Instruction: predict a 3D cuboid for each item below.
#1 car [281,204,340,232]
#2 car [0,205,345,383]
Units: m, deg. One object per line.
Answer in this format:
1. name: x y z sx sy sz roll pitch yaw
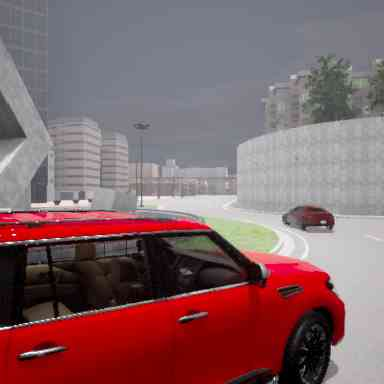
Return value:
1. car: 7.217 1.529 20.850 1.812 1.442 4.674 0 0 -3
2. car: -0.694 1.222 3.484 5.566 2.045 2.150 0 0 -36
